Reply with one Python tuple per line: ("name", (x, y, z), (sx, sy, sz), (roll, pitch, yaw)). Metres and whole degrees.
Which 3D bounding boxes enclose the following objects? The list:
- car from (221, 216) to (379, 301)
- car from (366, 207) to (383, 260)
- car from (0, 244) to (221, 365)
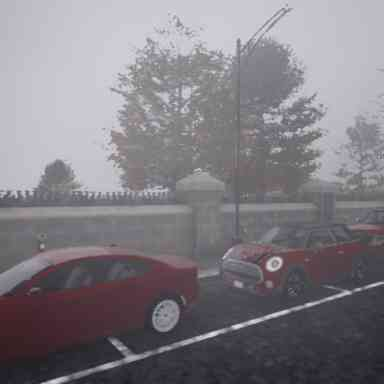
("car", (2.646, 1.516, 8.444), (4.097, 1.590, 1.967), (1, 0, -35))
("car", (7.231, 1.454, 11.714), (5.009, 1.841, 2.192), (1, -1, -35))
("car", (-1.938, 1.559, 5.176), (4.507, 1.381, 1.887), (1, 0, -35))
